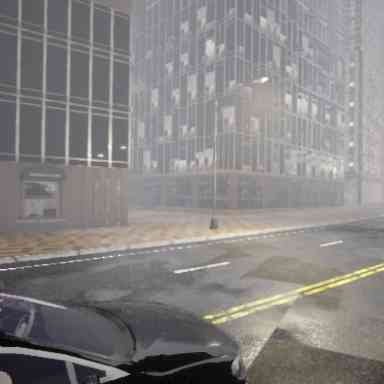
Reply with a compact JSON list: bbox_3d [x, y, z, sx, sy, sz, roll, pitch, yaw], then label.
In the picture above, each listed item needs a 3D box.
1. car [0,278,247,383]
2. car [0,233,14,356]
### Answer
[{"bbox_3d":[-1.731,1.497,2.279,4.902,1.511,2.128,0,0,-35],"label":"car"},{"bbox_3d":[-5.112,1.504,4.099,4.902,1.511,2.128,0,0,-36],"label":"car"}]
